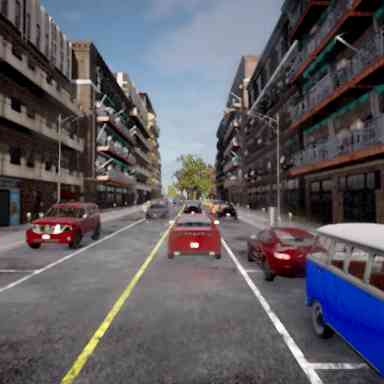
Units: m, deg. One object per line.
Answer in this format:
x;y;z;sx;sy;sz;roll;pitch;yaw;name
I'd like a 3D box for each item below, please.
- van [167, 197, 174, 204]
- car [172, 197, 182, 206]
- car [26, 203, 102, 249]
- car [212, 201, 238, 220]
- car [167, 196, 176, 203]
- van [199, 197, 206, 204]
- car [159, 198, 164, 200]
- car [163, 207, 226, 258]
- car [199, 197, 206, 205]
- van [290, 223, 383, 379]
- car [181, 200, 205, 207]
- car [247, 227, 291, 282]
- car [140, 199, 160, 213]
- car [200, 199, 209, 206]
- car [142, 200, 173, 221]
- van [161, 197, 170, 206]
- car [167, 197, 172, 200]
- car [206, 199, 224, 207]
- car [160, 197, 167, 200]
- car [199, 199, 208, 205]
-5.703;2.190;89.065;1.690;1.788;3.998;1;-1;0;van
-3.021;2.177;71.545;2.033;1.411;5.357;0;-1;0;car
-5.680;1.460;15.468;2.192;1.841;5.009;1;-1;0;car
3.139;1.817;31.007;1.812;1.442;4.674;0;-1;0;car
-5.704;2.220;94.727;2.192;1.841;5.009;1;-1;0;car
2.666;2.135;83.368;1.690;1.788;3.998;1;-1;0;van
-5.694;2.010;49.433;1.887;1.381;4.507;1;-1;0;car
0.090;1.603;13.372;1.882;1.535;5.008;0;0;0;car
2.682;2.156;66.553;1.752;1.417;4.829;1;-1;0;car
2.703;1.381;4.107;1.690;1.788;3.998;1;-1;0;van
0.088;1.844;33.929;1.812;1.442;4.674;0;-1;0;car
2.698;1.674;9.766;1.802;1.307;4.206;1;-1;0;car
-5.692;1.935;43.603;1.752;1.417;4.829;1;-1;0;car
2.683;2.228;72.043;1.887;1.381;4.507;1;-1;0;car
-3.108;1.767;30.869;1.882;1.535;5.008;0;-1;0;car
-5.698;2.024;72.081;1.690;1.788;3.998;1;-1;0;van
-5.696;1.943;66.421;2.192;1.841;5.009;1;-1;0;car
3.101;1.709;37.979;2.097;1.767;4.553;0;-1;0;car
-5.694;1.959;55.097;1.967;1.590;4.097;1;-1;0;car
2.685;2.304;77.705;1.947;1.339;4.313;1;-1;0;car
